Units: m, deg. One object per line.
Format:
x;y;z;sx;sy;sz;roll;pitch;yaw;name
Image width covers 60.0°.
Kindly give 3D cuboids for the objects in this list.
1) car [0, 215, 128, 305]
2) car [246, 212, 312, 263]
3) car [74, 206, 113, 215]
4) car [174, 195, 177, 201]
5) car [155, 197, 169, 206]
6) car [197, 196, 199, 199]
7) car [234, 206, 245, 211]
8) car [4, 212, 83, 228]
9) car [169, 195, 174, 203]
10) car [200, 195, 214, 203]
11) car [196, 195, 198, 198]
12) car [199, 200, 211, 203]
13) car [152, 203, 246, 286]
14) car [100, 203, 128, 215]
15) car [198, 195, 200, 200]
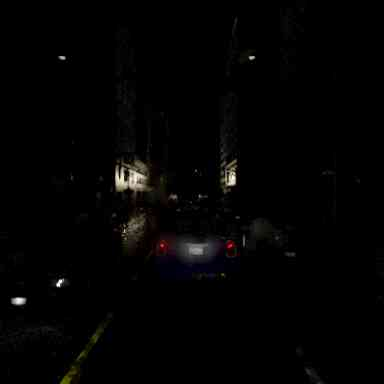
-3.094;1.568;8.601;2.033;1.411;5.357;0;0;0;car
2.856;1.579;11.815;2.008;1.369;4.403;0;0;0;car
-5.669;1.624;17.317;1.802;1.307;4.206;0;0;0;car
-5.582;1.837;86.793;1.752;1.417;4.829;0;0;0;car
-5.632;1.764;59.921;1.802;1.307;4.206;0;0;0;car
2.933;1.723;81.543;1.967;1.590;4.097;0;0;0;car
2.857;1.622;22.817;1.947;1.339;4.313;0;0;0;car
-5.669;1.594;11.815;1.947;1.339;4.313;0;0;0;car
-5.611;1.779;70.738;2.008;1.369;4.403;0;0;0;car
2.893;1.622;59.908;1.967;1.590;4.097;0;0;0;car
2.953;1.786;92.361;1.967;1.590;4.097;0;0;0;car
0.102;1.533;22.725;1.882;1.535;5.008;0;0;0;car
0.103;1.374;9.653;2.097;1.767;4.553;0;0;0;car
-5.669;1.496;22.819;1.967;1.590;4.097;0;0;0;car
2.914;1.779;70.725;2.008;1.369;4.403;0;0;0;car
